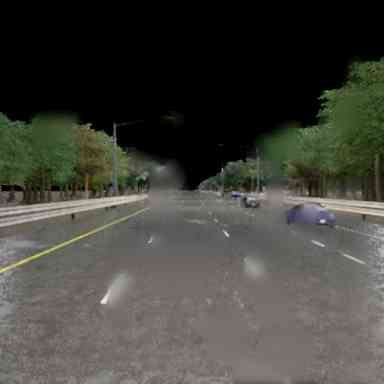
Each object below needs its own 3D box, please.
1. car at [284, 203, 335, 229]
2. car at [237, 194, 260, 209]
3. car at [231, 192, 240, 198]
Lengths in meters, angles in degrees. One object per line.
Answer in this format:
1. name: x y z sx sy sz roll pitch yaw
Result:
1. car: 6.991 1.384 20.087 1.812 1.442 4.674 0 0 0
2. car: 6.984 1.236 39.921 1.812 1.442 4.674 0 0 0
3. car: 11.815 0.812 89.017 1.882 1.535 5.008 0 0 21
